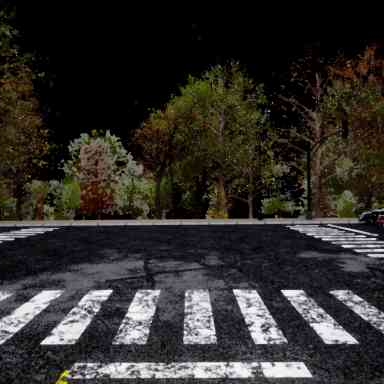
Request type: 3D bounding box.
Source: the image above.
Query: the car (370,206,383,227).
[{"bbox_3d":[12.654,1.483,17.958,4.718,1.301,1.895,-1,-1,1],"label":"car"}]

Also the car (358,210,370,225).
[{"bbox_3d":[13.212,1.427,21.212,4.892,1.490,1.837,0,-1,1],"label":"car"}]
